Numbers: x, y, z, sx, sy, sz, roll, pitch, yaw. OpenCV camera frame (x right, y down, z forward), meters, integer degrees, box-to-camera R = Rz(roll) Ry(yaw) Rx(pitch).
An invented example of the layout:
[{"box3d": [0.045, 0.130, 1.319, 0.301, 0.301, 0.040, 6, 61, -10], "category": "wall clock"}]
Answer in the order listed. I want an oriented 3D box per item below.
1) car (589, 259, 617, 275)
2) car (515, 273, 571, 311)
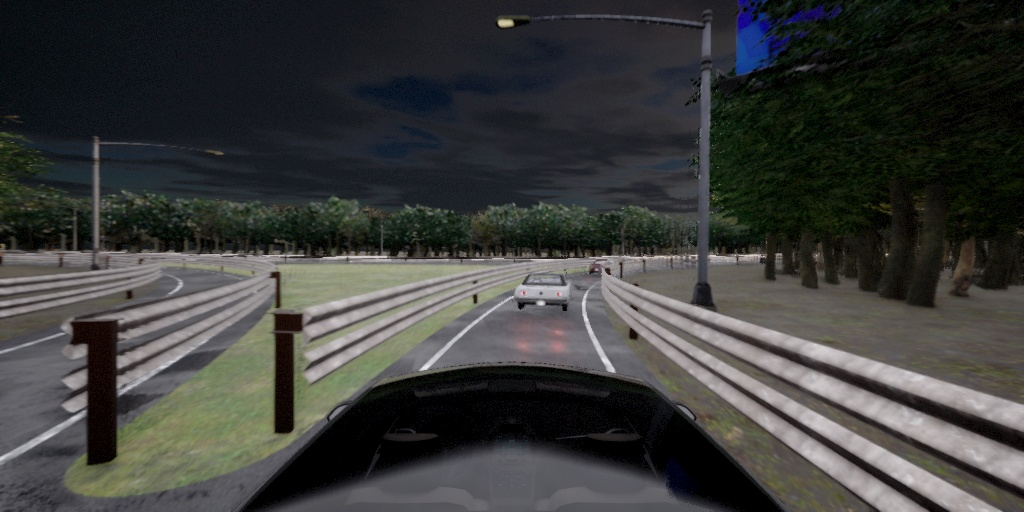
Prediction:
[{"box3d": [8.885, 1.046, 34.769, 1.812, 1.442, 4.674, 1, 1, 29], "category": "car"}, {"box3d": [1.414, 1.316, 14.508, 1.895, 1.301, 4.718, 1, 0, 11], "category": "car"}]
